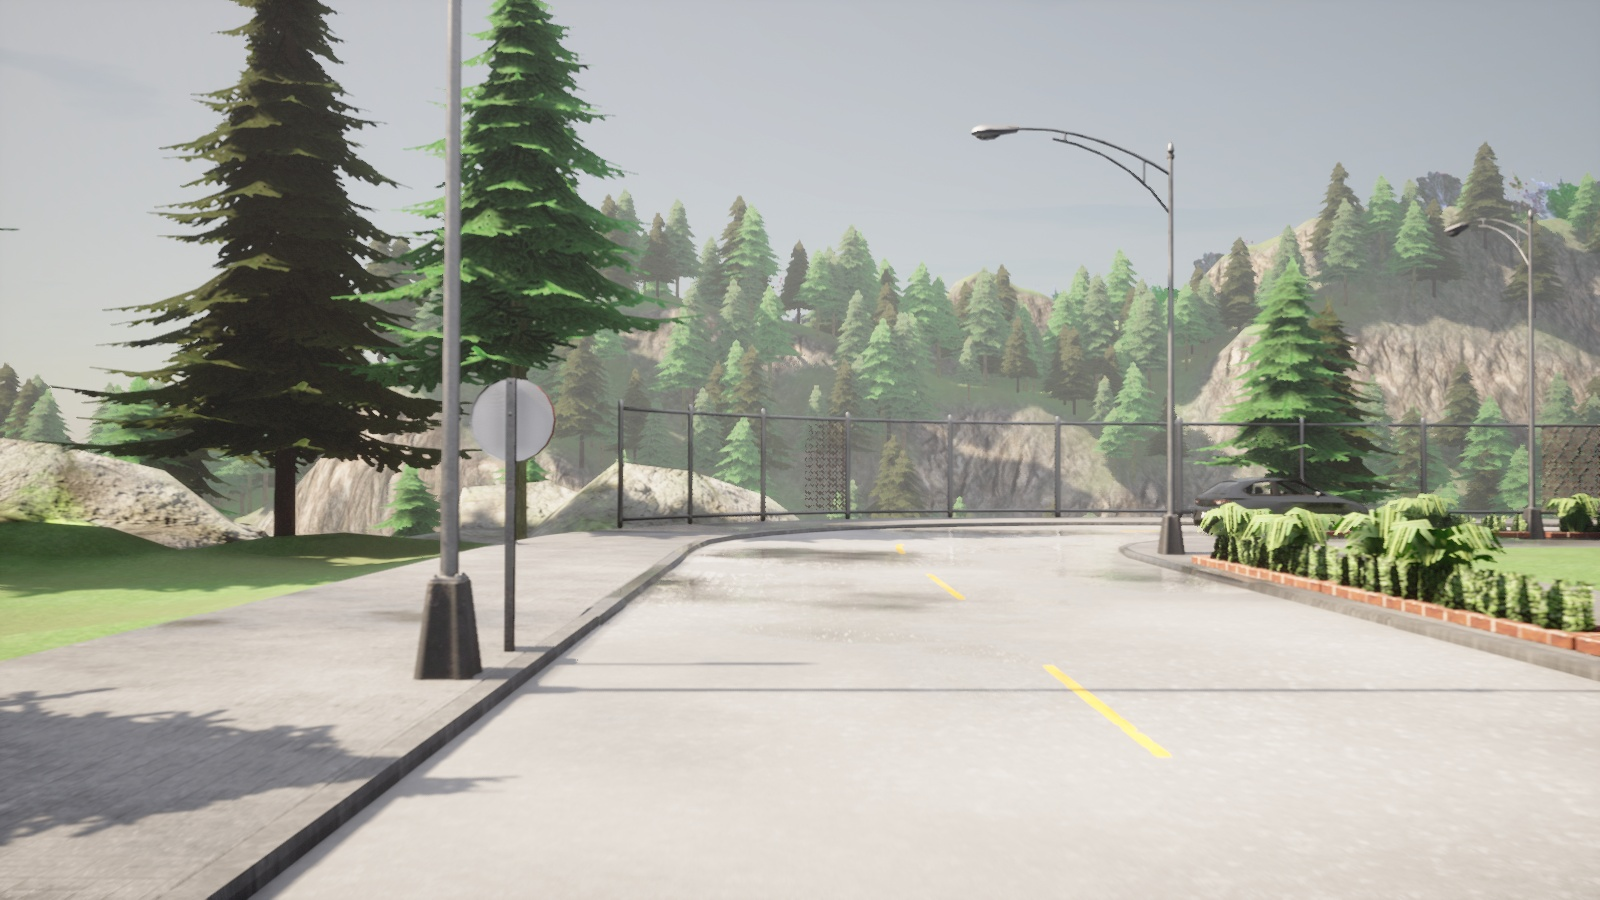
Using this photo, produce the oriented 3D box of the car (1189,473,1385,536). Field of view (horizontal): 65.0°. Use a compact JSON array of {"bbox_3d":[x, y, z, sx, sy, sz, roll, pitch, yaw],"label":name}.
[{"bbox_3d":[12.067,1.325,31.249,4.193,1.474,1.816,0,-1,-9],"label":"car"}]
